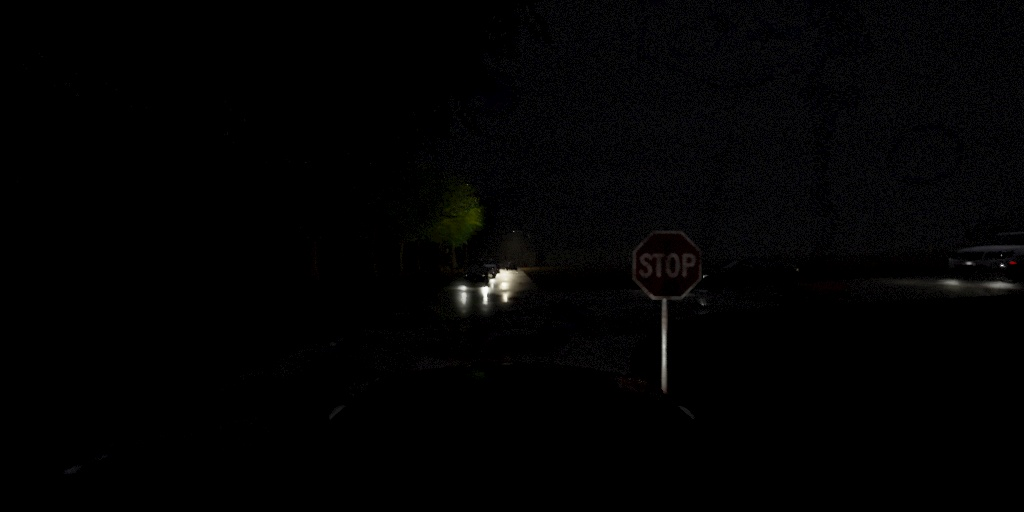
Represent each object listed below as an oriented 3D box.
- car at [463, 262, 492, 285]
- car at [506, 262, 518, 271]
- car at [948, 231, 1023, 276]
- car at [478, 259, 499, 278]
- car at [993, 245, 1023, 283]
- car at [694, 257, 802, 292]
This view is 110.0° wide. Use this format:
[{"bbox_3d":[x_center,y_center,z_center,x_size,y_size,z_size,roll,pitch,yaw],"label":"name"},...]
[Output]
[{"bbox_3d":[-2.809,1.475,28.919,1.882,1.535,5.008,0,-1,-2],"label":"car"},{"bbox_3d":[-0.022,1.859,60.297,2.033,1.411,5.357,0,-1,0],"label":"car"},{"bbox_3d":[23.390,-0.142,16.189,5.566,2.045,2.150,-3,0,0],"label":"car"},{"bbox_3d":[-2.838,1.324,39.549,2.150,2.045,5.566,0,-1,-1],"label":"car"},{"bbox_3d":[21.346,0.310,13.248,4.181,1.385,1.994,-3,0,0],"label":"car"},{"bbox_3d":[10.512,0.797,16.452,4.674,1.442,1.812,-3,0,3],"label":"car"}]
